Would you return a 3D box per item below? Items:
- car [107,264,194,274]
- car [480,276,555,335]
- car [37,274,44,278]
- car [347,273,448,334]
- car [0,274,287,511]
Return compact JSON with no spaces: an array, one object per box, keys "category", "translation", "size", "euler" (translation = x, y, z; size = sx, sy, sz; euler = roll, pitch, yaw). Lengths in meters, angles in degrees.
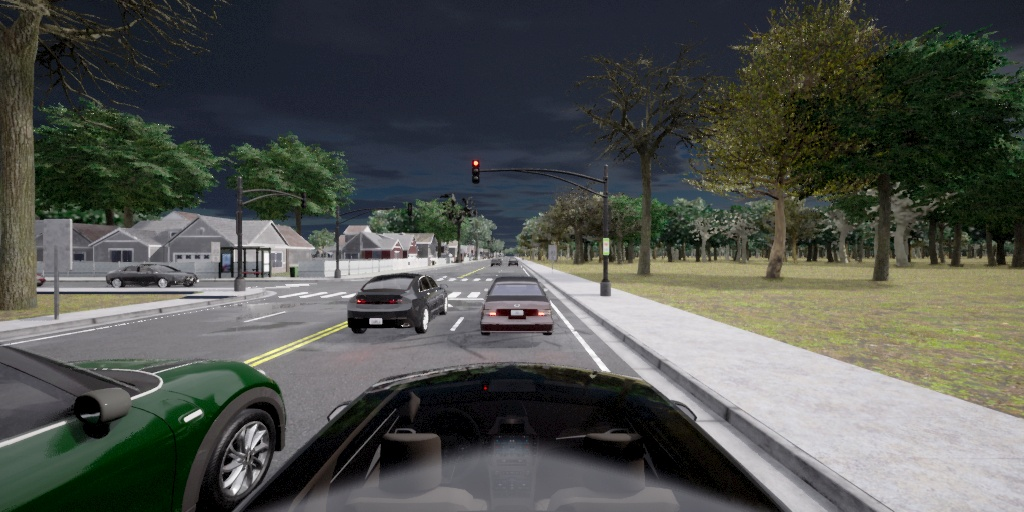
[{"category":"car","translation":[-22.897,1.286,22.921],"size":[4.892,1.490,1.837],"euler":[0,0,0]},{"category":"car","translation":[0.119,1.297,10.421],"size":[2.033,1.411,5.357],"euler":[0,0,0]},{"category":"car","translation":[-33.066,1.324,23.010],"size":[4.674,1.442,1.812],"euler":[0,0,0]},{"category":"car","translation":[-3.138,1.254,10.674],"size":[1.837,1.490,4.892],"euler":[0,0,0]},{"category":"car","translation":[-3.148,1.102,1.476],"size":[2.097,1.767,4.553],"euler":[0,0,0]}]
